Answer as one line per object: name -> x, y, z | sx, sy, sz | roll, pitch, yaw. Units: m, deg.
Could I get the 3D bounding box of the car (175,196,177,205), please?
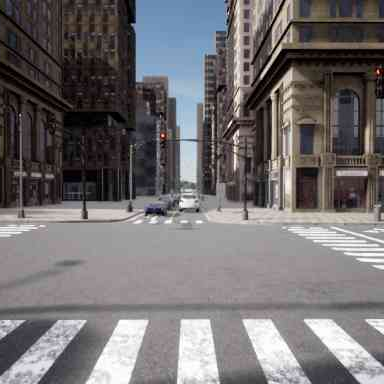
car -> -3.518, 1.514, 51.430 | 1.812, 1.442, 4.674 | 0, 0, -1

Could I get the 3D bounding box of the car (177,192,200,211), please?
car -> -0.287, 1.213, 39.907 | 2.150, 2.045, 5.566 | 0, 0, 0

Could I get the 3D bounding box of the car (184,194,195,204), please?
car -> -0.423, 1.339, 64.915 | 2.097, 1.767, 4.553 | 0, 0, 0

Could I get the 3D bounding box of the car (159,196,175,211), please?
car -> -3.448, 1.494, 40.972 | 1.837, 1.490, 4.892 | 0, 0, -1

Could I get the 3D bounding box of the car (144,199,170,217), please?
car -> -3.369, 1.593, 31.612 | 1.895, 1.301, 4.718 | 0, 0, -1

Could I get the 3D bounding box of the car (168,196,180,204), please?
car -> -3.541, 1.534, 66.360 | 2.033, 1.411, 5.357 | 0, 0, 0
